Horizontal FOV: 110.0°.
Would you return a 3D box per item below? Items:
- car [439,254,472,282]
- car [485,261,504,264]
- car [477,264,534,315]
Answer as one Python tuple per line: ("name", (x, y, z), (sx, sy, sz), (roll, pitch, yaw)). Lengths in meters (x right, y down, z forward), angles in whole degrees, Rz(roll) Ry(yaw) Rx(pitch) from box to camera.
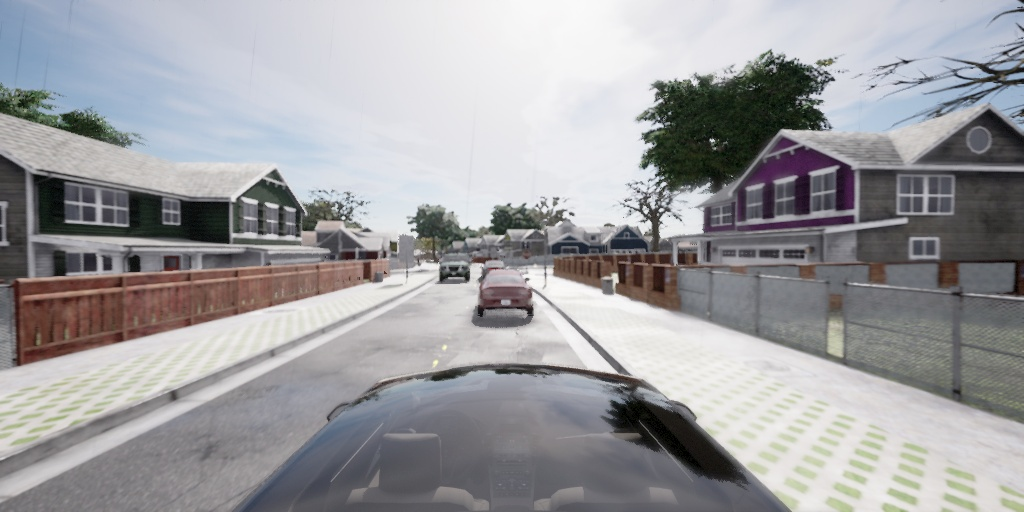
("car", (-4.235, 0.835, 27.252), (2.150, 2.045, 5.566), (0, 0, -5))
("car", (-1.366, 1.110, 27.184), (1.837, 1.490, 4.892), (0, 0, -6))
("car", (-0.278, 1.208, 13.067), (1.812, 1.442, 4.674), (0, 1, -2))
